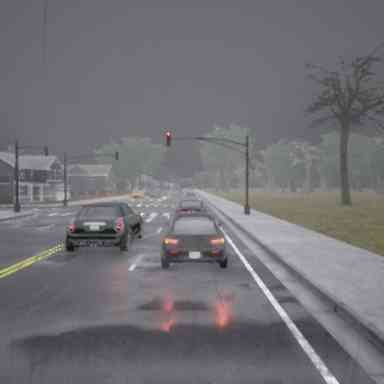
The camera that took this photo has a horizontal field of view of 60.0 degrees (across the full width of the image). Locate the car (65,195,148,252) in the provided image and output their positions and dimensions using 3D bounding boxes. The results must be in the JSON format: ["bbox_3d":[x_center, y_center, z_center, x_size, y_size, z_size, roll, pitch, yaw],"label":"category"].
[{"bbox_3d":[-3.199,1.153,13.028,2.097,1.767,4.553,0,1,0],"label":"car"}]

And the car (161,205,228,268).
[{"bbox_3d":[0.062,1.364,10.551,1.812,1.442,4.674,0,1,0],"label":"car"}]

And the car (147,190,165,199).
[{"bbox_3d":[-6.751,0.542,62.127,1.837,1.490,4.892,0,1,0],"label":"car"}]

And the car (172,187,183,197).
[{"bbox_3d":[-3.528,0.143,77.239,2.097,1.767,4.553,0,1,0],"label":"car"}]

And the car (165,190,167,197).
[{"bbox_3d":[-6.779,0.313,77.451,2.128,1.511,4.902,0,1,0],"label":"car"}]

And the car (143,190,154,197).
[{"bbox_3d":[-10.029,0.341,77.455,1.994,1.385,4.181,0,1,0],"label":"car"}]

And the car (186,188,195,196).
[{"bbox_3d":[-0.278,0.339,77.284,1.994,1.385,4.181,0,1,0],"label":"car"}]

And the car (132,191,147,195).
[{"bbox_3d":[-9.998,0.517,62.072,1.882,1.535,5.008,0,1,0],"label":"car"}]

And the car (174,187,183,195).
[{"bbox_3d":[-3.564,-0.291,87.298,2.150,2.045,5.566,0,1,0],"label":"car"}]

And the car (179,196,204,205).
[{"bbox_3d":[-0.037,1.205,19.679,1.837,1.490,4.892,0,1,0],"label":"car"}]
